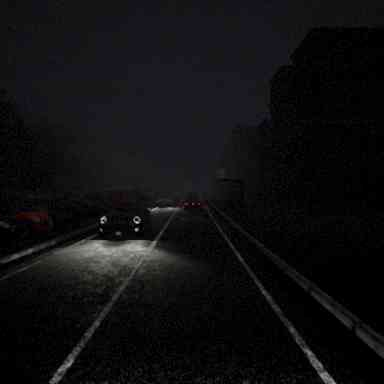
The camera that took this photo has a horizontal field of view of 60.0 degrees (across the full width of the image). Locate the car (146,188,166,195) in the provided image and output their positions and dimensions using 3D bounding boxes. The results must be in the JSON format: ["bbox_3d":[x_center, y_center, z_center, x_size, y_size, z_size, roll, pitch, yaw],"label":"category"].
[{"bbox_3d":[-9.171,-0.165,84.511,4.892,1.521,2.231,0,2,0],"label":"car"}]

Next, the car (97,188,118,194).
[{"bbox_3d":[-22.238,-0.249,87.399,5.008,1.535,2.097,0,2,1],"label":"car"}]

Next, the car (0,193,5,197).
[{"bbox_3d":[-22.881,1.144,34.506,5.366,1.575,1.946,0,1,1],"label":"car"}]

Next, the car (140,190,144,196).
[{"bbox_3d":[-9.525,0.871,45.559,4.892,1.521,2.231,0,1,1],"label":"car"}]

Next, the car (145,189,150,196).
[{"bbox_3d":[-9.475,0.727,51.124,5.008,1.535,2.097,0,1,1],"label":"car"}]

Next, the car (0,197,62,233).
[{"bbox_3d":[-9.794,1.346,17.711,4.553,1.767,2.185,0,1,1],"label":"car"}]

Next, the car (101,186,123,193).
[{"bbox_3d":[-22.213,-0.651,92.835,5.566,2.045,2.435,0,2,1],"label":"car"}]

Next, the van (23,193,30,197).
[{"bbox_3d":[-22.530,0.780,40.066,4.442,1.987,1.878,0,1,0],"label":"van"}]

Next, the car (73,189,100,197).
[{"bbox_3d":[-22.383,0.208,70.694,5.008,1.535,2.097,0,2,1],"label":"car"}]

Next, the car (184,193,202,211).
[{"bbox_3d":[0.107,1.163,34.964,2.033,1.411,5.357,0,1,0],"label":"car"}]

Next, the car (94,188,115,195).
[{"bbox_3d":[-22.227,-0.142,84.614,4.792,1.488,2.163,0,2,1],"label":"car"}]

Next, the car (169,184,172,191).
[{"bbox_3d":[-9.100,-0.571,90.068,5.566,2.045,2.435,0,2,1],"label":"car"}]

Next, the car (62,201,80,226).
[{"bbox_3d":[-9.741,1.478,20.499,4.674,1.452,2.002,0,1,1],"label":"car"}]

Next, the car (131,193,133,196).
[{"bbox_3d":[-9.586,1.081,37.212,5.008,1.535,2.097,0,1,1],"label":"car"}]

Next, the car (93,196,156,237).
[{"bbox_3d":[-3.354,1.277,17.405,2.097,1.767,4.553,0,1,0],"label":"car"}]

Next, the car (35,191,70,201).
[{"bbox_3d":[-22.554,0.680,53.991,4.792,1.488,2.163,0,1,1],"label":"car"}]

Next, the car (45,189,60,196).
[{"bbox_3d":[-22.579,0.793,48.424,5.008,1.535,2.097,0,1,1],"label":"car"}]

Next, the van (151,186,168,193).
[{"bbox_3d":[-8.989,-0.620,92.726,4.442,1.987,1.878,0,2,1],"label":"van"}]

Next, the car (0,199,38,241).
[{"bbox_3d":[-9.818,1.372,14.931,4.553,1.767,2.185,0,1,0],"label":"car"}]

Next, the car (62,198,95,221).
[{"bbox_3d":[-9.707,1.396,23.288,5.008,1.535,2.097,0,1,0],"label":"car"}]

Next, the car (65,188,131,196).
[{"bbox_3d":[-9.644,0.901,34.424,5.566,2.045,2.435,0,1,1],"label":"car"}]

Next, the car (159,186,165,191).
[{"bbox_3d":[-9.219,-0.061,76.160,4.553,1.767,2.185,0,2,1],"label":"car"}]

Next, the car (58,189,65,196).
[{"bbox_3d":[-22.556,0.723,51.208,4.892,1.521,2.231,0,1,0],"label":"car"}]

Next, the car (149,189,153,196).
[{"bbox_3d":[-9.440,0.655,53.906,5.008,1.535,2.097,0,1,1],"label":"car"}]

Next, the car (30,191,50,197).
[{"bbox_3d":[-22.601,0.905,45.641,4.674,1.452,2.002,0,1,1],"label":"car"}]

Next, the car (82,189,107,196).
[{"bbox_3d":[-22.336,0.060,76.263,4.892,1.521,2.231,0,2,1],"label":"car"}]

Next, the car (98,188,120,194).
[{"bbox_3d":[-22.395,-0.326,90.059,5.366,1.575,1.946,0,2,1],"label":"car"}]

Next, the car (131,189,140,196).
[{"bbox_3d":[-9.513,0.818,42.648,4.553,1.767,2.185,0,1,0],"label":"car"}]

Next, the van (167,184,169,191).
[{"bbox_3d":[-9.036,-0.468,87.286,4.442,1.987,1.878,0,2,1],"label":"van"}]

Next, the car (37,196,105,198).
[{"bbox_3d":[-9.684,1.346,26.076,5.008,1.535,2.097,0,1,1],"label":"car"}]

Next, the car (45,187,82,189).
[{"bbox_3d":[-22.472,0.327,56.770,5.566,2.045,2.435,0,1,1],"label":"car"}]

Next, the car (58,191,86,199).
[{"bbox_3d":[-22.455,0.471,62.345,4.674,1.452,2.002,0,2,0],"label":"car"}]

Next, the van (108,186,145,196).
[{"bbox_3d":[-9.611,0.573,48.337,4.442,1.987,1.878,0,1,1],"label":"van"}]

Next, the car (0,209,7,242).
[{"bbox_3d":[-9.840,1.542,12.144,4.792,1.488,2.163,0,0,0],"label":"car"}]

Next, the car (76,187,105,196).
[{"bbox_3d":[-22.326,-0.118,73.473,5.566,2.045,2.435,0,2,0],"label":"car"}]

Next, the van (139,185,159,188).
[{"bbox_3d":[-9.231,0.139,64.966,4.442,1.987,1.878,0,1,0],"label":"van"}]

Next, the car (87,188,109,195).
[{"bbox_3d":[-22.337,-0.144,79.044,4.553,1.767,2.185,0,2,0],"label":"car"}]

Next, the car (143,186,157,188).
[{"bbox_3d":[-9.341,0.311,62.249,4.553,1.767,2.185,0,2,1],"label":"car"}]

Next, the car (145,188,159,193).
[{"bbox_3d":[-9.211,0.507,59.469,5.366,1.575,1.946,0,2,1],"label":"car"}]

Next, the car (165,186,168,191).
[{"bbox_3d":[-9.387,-0.092,81.731,5.366,1.575,1.946,0,2,1],"label":"car"}]

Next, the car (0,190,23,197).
[{"bbox_3d":[-22.643,0.825,37.282,5.566,2.045,2.435,0,1,1],"label":"car"}]

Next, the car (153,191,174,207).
[{"bbox_3d":[-3.241,1.016,40.048,1.812,1.442,4.674,0,1,0],"label":"car"}]

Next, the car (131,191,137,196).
[{"bbox_3d":[-9.753,1.008,39.996,5.366,1.575,1.946,0,1,1],"label":"car"}]

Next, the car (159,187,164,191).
[{"bbox_3d":[-9.277,0.179,73.383,4.674,1.452,2.002,0,2,1],"label":"car"}]
